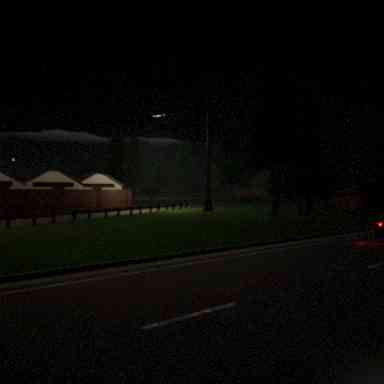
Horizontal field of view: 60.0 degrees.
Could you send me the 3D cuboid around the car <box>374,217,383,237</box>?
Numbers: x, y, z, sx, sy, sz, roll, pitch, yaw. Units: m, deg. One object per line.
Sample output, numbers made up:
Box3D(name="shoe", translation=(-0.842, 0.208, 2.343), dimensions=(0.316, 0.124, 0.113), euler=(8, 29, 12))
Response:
Box3D(name="car", translation=(10.634, 1.454, 15.623), dimensions=(5.357, 1.411, 2.033), euler=(0, 0, -35))
